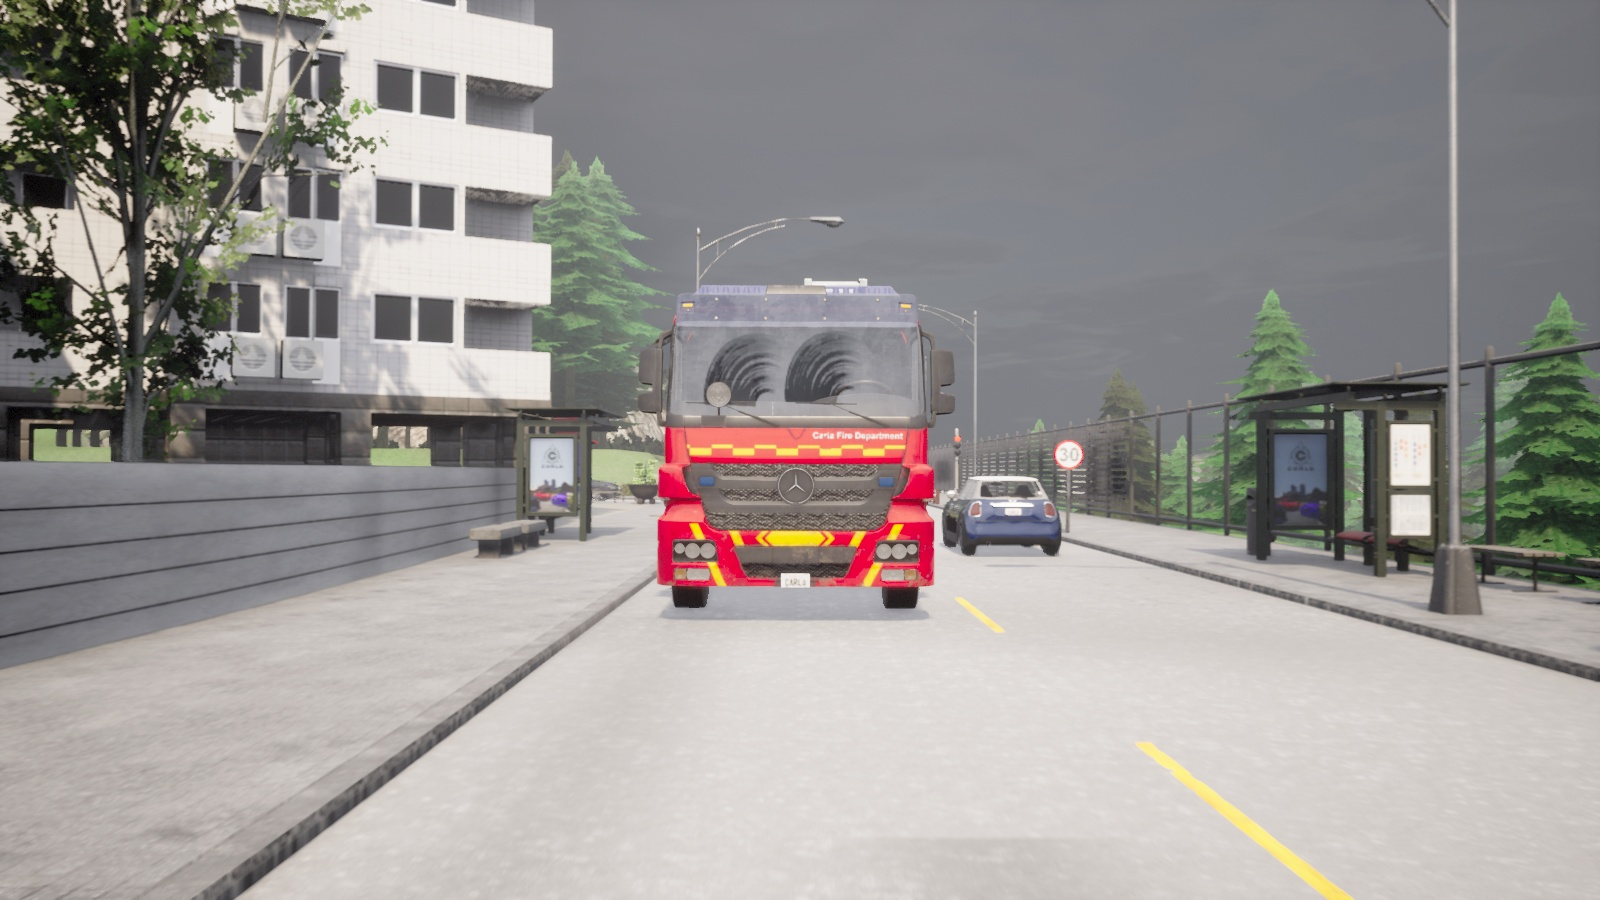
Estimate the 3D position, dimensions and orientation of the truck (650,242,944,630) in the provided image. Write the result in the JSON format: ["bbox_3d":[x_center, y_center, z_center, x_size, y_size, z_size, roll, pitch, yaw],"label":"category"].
[{"bbox_3d":[-0.048,-0.071,16.642,2.891,3.827,8.468,0,-1,0],"label":"truck"}]

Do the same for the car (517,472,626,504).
[{"bbox_3d":[-11.059,1.836,60.992,4.902,1.511,2.128,0,-1,0],"label":"car"}]

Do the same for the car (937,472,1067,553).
[{"bbox_3d":[3.934,1.185,25.105,1.970,1.475,3.806,0,-1,0],"label":"car"}]
